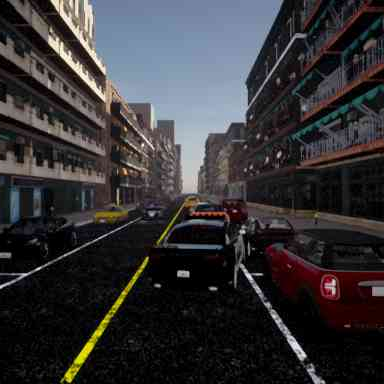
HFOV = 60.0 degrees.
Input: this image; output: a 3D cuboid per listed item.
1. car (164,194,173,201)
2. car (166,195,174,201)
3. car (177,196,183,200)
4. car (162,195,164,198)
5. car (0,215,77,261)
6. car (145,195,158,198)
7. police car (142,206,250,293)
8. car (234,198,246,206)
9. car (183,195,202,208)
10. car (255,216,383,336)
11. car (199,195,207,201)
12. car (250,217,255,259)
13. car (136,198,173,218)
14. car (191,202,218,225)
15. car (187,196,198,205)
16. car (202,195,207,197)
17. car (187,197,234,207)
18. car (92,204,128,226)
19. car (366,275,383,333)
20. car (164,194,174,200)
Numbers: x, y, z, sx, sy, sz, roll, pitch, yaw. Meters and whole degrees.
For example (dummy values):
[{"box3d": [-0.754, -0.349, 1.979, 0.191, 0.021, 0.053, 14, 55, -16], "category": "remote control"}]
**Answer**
[{"box3d": [-5.584, 1.415, 79.962, 1.967, 1.590, 4.097, 0, 0, 0], "category": "car"}, {"box3d": [-5.577, 1.517, 85.599, 1.887, 1.381, 4.507, 0, 0, 0], "category": "car"}, {"box3d": [-2.885, 1.572, 87.582, 1.895, 1.301, 4.718, 0, 0, 0], "category": "car"}, {"box3d": [-5.628, 1.305, 46.145, 2.192, 1.841, 5.009, 0, 0, 0], "category": "car"}, {"box3d": [-5.673, 1.565, 12.324, 1.947, 1.339, 4.313, 0, 0, 0], "category": "car"}, {"box3d": [-5.636, 1.432, 40.508, 1.967, 1.590, 4.097, 0, 0, 0], "category": "car"}, {"box3d": [0.400, 1.421, 9.148, 1.930, 1.638, 5.238, -1, 0, 13], "category": "police car"}, {"box3d": [2.724, 1.312, 23.584, 2.192, 1.841, 5.009, 0, 0, 0], "category": "car"}, {"box3d": [0.064, 1.468, 45.559, 1.882, 1.535, 5.008, 0, 0, 0], "category": "car"}, {"box3d": [2.701, 1.440, 6.675, 1.967, 1.590, 4.097, 0, 0, 0], "category": "car"}, {"box3d": [2.803, 1.517, 85.584, 1.887, 1.381, 4.507, 0, 0, 0], "category": "car"}, {"box3d": [2.708, 1.550, 12.310, 2.008, 1.369, 4.403, 0, 0, 0], "category": "car"}, {"box3d": [-3.063, 1.488, 27.902, 2.128, 1.511, 4.902, 0, 0, 0], "category": "car"}, {"box3d": [0.856, 1.523, 24.803, 1.812, 1.442, 4.674, 0, 0, 0], "category": "car"}, {"box3d": [0.078, 1.463, 60.189, 1.882, 1.535, 5.008, 0, 0, 0], "category": "car"}, {"box3d": [2.789, 1.503, 74.481, 1.752, 1.417, 4.829, 0, 0, 0], "category": "car"}, {"box3d": [0.924, 1.349, 18.781, 2.097, 1.767, 4.553, 0, 0, 0], "category": "car"}, {"box3d": [-5.658, 1.523, 23.428, 1.752, 1.417, 4.829, 0, 0, 0], "category": "car"}, {"box3d": [2.693, 1.545, 1.038, 1.887, 1.381, 4.507, 0, 0, 0], "category": "car"}, {"box3d": [-5.591, 1.293, 74.326, 2.192, 1.841, 5.009, 0, 0, 0], "category": "car"}]
